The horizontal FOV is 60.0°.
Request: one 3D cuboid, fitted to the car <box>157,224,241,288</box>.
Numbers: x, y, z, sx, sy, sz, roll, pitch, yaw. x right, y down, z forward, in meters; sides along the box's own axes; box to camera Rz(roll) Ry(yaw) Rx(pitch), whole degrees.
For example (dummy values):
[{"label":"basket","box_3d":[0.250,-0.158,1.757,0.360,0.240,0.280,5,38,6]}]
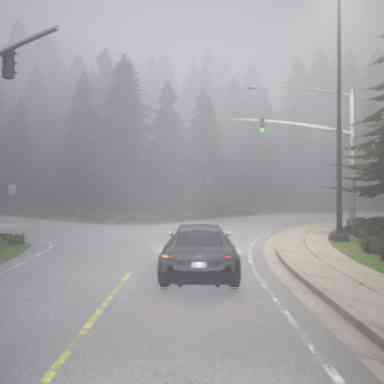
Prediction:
[{"label":"car","box_3d":[0.211,1.570,9.284,1.994,1.385,4.181,0,0,2]}]
